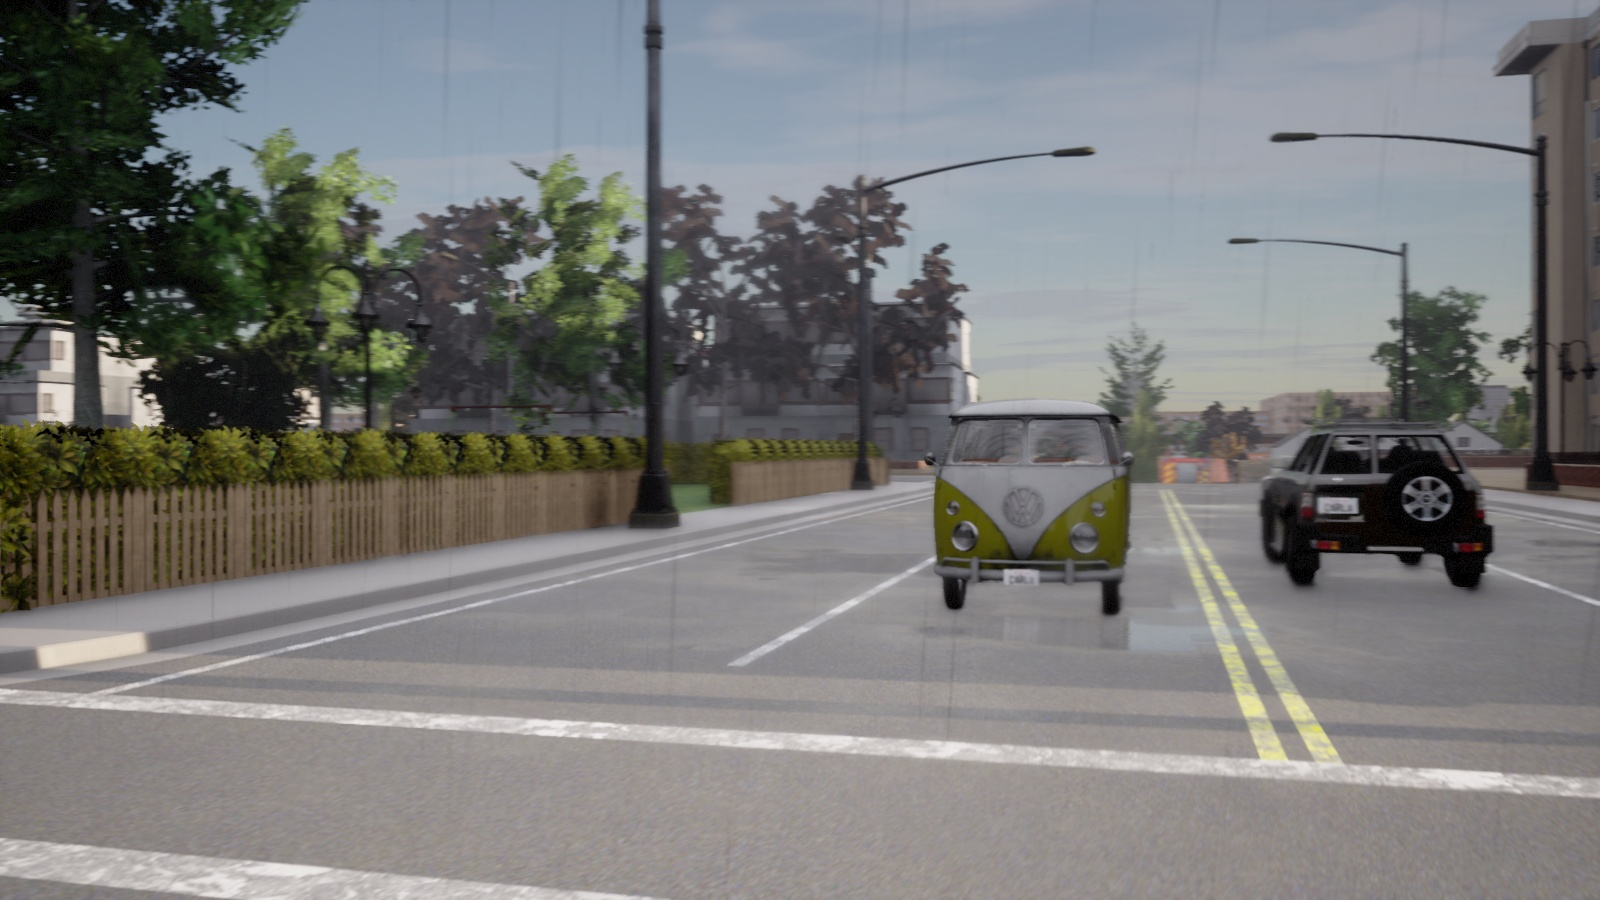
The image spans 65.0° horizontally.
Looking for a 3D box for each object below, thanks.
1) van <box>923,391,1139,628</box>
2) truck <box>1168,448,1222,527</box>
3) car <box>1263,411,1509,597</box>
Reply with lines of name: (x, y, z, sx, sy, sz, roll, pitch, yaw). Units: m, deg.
van: (2.540, 0.502, 12.932, 1.775, 1.987, 4.442, 0, 0, 16)
truck: (24.638, 2.479, 78.602, 2.891, 3.827, 8.468, 0, -9, 15)
car: (6.767, 0.536, 15.017, 1.932, 1.855, 4.605, 0, 0, 16)
